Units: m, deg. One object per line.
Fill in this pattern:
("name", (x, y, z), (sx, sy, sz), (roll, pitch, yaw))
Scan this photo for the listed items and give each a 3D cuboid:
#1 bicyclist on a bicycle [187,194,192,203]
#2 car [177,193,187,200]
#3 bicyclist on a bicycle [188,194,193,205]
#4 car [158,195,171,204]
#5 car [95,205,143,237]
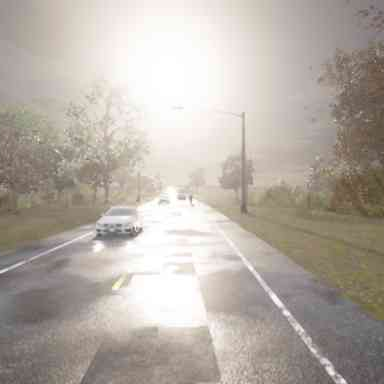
("bicyclist on a bicycle", (-0.546, 1.207, 63.897), (0.866, 1.612, 1.509), (0, 0, -3))
("car", (-2.370, 1.257, 80.234), (1.994, 1.385, 4.181), (0, 0, -3))
("bicyclist on a bicycle", (-0.118, 1.178, 53.905), (0.659, 1.776, 1.843), (0, 0, -2))
("car", (-4.802, 1.320, 58.040), (1.812, 1.442, 4.674), (0, 0, -2))
("car", (-3.722, 1.465, 17.663), (1.812, 1.442, 4.674), (0, 0, -1))
